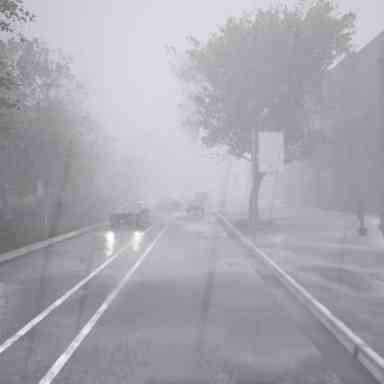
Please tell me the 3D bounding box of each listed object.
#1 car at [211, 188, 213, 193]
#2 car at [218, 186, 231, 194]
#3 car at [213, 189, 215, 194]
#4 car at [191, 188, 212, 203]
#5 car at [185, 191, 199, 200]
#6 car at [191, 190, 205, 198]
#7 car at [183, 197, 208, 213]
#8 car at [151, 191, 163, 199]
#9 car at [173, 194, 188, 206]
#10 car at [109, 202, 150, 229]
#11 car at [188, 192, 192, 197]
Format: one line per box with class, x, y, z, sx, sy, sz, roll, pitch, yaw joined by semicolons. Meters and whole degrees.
car;2.811;0.069;79.966;2.231;1.521;4.892;0;3;17
car;7.909;-0.170;84.458;1.812;1.442;4.674;0;3;18
car;4.665;-0.237;86.007;2.097;1.535;5.008;0;3;18
car;1.688;0.985;54.950;2.150;2.045;5.566;0;3;7
car;0.026;0.687;68.369;2.002;1.452;4.674;-1;2;12
car;1.387;0.357;74.444;2.097;1.535;5.008;0;3;14
car;0.413;1.526;35.886;2.033;1.411;5.357;0;0;2
car;-7.111;0.544;67.223;2.128;1.511;4.902;0;3;3
car;-2.311;1.452;51.886;2.002;1.452;4.674;-2;2;4
car;-3.991;1.465;22.009;1.882;1.535;5.008;0;0;2
car;-1.765;1.114;57.997;2.097;1.535;5.008;1;3;10
